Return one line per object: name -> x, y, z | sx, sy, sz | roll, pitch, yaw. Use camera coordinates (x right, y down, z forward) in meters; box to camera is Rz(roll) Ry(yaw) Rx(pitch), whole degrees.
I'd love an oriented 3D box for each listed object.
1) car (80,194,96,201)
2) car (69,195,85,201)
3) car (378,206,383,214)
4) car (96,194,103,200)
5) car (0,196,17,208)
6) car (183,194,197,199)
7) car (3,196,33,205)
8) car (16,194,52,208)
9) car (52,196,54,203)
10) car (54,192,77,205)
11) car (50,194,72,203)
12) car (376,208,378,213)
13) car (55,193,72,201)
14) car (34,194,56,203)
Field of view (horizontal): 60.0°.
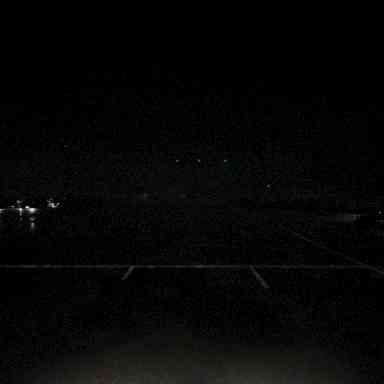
car -> -21.041, 1.235, 65.152 | 2.128, 1.511, 4.902 | 0, 0, 0
car -> -24.582, 1.312, 71.400 | 1.895, 1.301, 4.718 | 0, 0, 0
car -> 17.653, 1.263, 26.035 | 4.553, 1.767, 2.097 | 0, 0, 6
car -> -21.251, 1.229, 74.416 | 2.128, 1.511, 4.902 | 0, 0, -3
car -> -24.618, 1.341, 43.490 | 1.837, 1.490, 4.892 | 0, 0, 0
car -> -0.157, 1.212, 94.632 | 1.895, 1.301, 4.718 | 0, 0, -18
car -> -28.094, 1.339, 53.939 | 2.033, 1.411, 5.357 | 0, 0, 1
car -> -21.118, 1.335, 44.762 | 1.837, 1.490, 4.892 | 0, 0, 0
car -> -24.607, 1.146, 53.308 | 2.097, 1.767, 4.553 | 0, 0, 0
car -> -21.104, 1.007, 55.315 | 2.150, 2.045, 5.566 | 0, 0, 0
car -> -24.560, 1.246, 62.458 | 2.128, 1.511, 4.902 | 0, 0, 1
car -> 19.460, 1.444, 29.458 | 5.357, 1.411, 2.033 | 0, 0, 7
car -> -28.153, 1.065, 72.895 | 2.097, 1.767, 4.553 | 0, 0, -3
car -> -28.032, 1.241, 63.685 | 2.128, 1.511, 4.902 | 0, 0, 0
